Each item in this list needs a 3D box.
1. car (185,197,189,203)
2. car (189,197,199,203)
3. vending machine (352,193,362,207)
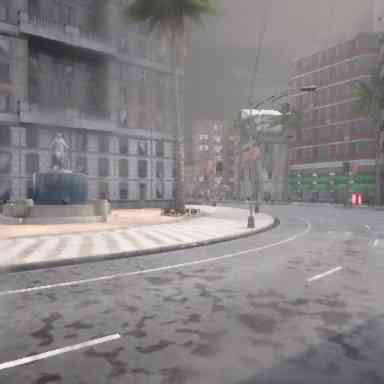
[{"bbox_3d":[-3.470,1.326,65.775,2.150,2.045,5.566,0,0,-35],"label":"car"},{"bbox_3d":[-0.619,1.654,67.805,1.895,1.301,4.718,0,0,-35],"label":"car"},{"bbox_3d":[25.697,1.194,51.833,1.100,2.100,0.880,0,0,-20],"label":"vending machine"}]
